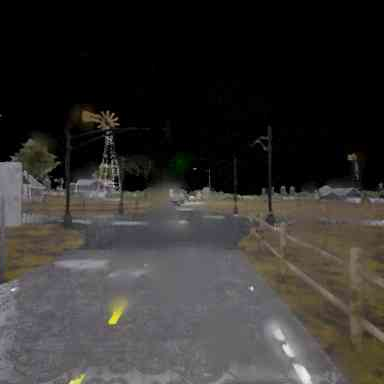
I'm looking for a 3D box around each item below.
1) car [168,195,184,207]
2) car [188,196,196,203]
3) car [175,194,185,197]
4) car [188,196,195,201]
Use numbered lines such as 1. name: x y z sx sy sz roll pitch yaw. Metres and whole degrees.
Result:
1. car: -2.814 1.669 54.846 2.033 1.411 5.357 0 0 1
2. car: -0.010 1.791 77.657 2.033 1.411 5.357 0 0 0
3. car: -2.761 1.432 70.545 2.150 2.045 5.566 0 0 0
4. car: -0.009 1.706 88.132 1.812 1.442 4.674 0 0 0
